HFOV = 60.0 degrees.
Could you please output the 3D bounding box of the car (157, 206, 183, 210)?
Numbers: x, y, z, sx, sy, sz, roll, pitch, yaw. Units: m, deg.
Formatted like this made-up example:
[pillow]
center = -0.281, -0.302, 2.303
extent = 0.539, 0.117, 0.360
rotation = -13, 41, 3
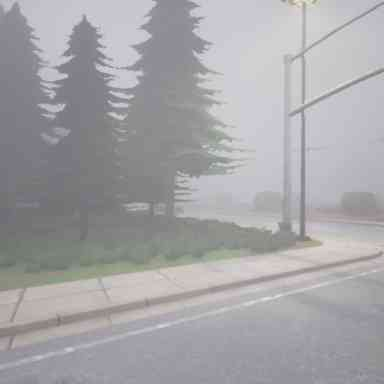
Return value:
[car]
center = -2.918, 1.703, 37.544
extent = 1.882, 1.535, 5.008
rotation = 1, 0, -34
